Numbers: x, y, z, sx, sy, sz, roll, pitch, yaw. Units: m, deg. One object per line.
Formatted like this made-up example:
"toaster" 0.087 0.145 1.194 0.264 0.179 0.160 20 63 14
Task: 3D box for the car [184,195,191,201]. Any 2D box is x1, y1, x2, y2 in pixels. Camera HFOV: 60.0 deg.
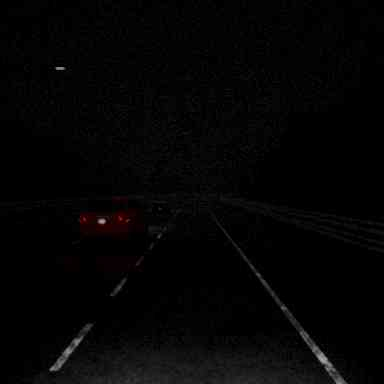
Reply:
"car" -1.429 1.518 85.875 2.033 1.411 5.357 0 0 5

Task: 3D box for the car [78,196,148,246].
"car" -3.410 1.210 15.329 2.150 2.045 5.566 0 0 0

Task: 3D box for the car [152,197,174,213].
"car" -3.270 1.515 36.212 1.812 1.442 4.674 0 0 0

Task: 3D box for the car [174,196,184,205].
"car" -2.985 1.524 58.875 2.033 1.411 5.357 0 0 2
